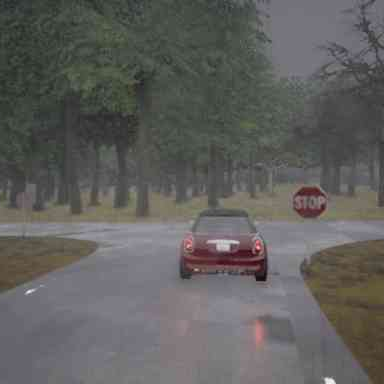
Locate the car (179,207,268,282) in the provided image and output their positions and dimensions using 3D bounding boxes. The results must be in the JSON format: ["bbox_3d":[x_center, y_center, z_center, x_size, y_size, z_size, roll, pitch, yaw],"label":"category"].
[{"bbox_3d":[0.910,1.253,9.671,2.097,1.767,4.553,0,1,6],"label":"car"}]
